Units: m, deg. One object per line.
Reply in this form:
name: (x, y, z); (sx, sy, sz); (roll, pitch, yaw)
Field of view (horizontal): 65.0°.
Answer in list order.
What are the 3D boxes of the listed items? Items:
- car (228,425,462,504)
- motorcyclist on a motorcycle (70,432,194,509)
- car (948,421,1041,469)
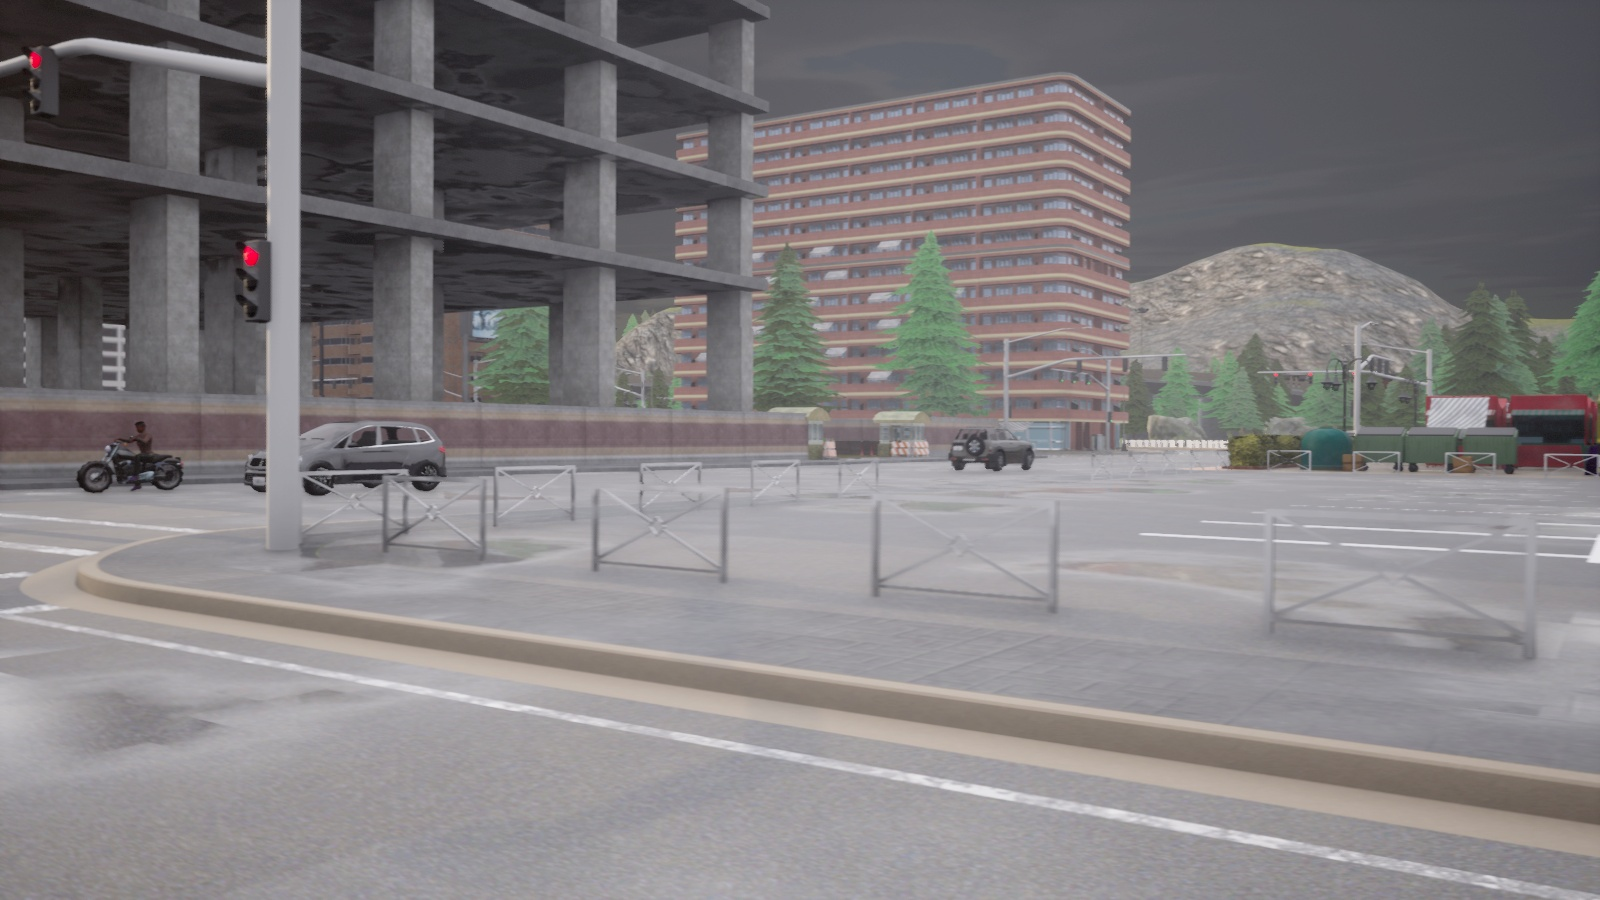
car: (-10.377, 0.263, 28.981); (2.242, 1.667, 4.611); (0, 1, 33)
motorcyclist on a motorcycle: (-15.017, 0.427, 28.299); (0.766, 1.649, 2.350); (0, 1, 33)
car: (7.840, -0.226, 50.247); (1.932, 1.855, 4.605); (0, 1, 33)
